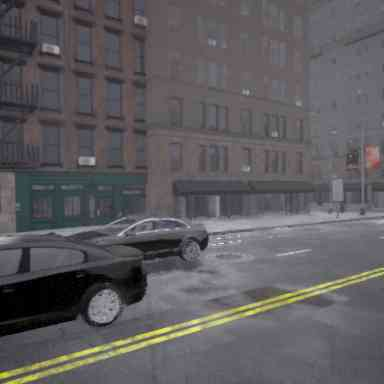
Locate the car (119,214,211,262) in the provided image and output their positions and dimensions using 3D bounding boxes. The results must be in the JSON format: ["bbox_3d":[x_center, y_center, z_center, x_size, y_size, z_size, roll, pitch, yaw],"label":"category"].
[{"bbox_3d":[-1.676,1.488,10.474,4.902,1.511,2.128,0,0,-35],"label":"car"}]

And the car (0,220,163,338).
[{"bbox_3d":[-3.158,1.478,5.424,5.008,1.535,1.882,0,0,-36],"label":"car"}]
